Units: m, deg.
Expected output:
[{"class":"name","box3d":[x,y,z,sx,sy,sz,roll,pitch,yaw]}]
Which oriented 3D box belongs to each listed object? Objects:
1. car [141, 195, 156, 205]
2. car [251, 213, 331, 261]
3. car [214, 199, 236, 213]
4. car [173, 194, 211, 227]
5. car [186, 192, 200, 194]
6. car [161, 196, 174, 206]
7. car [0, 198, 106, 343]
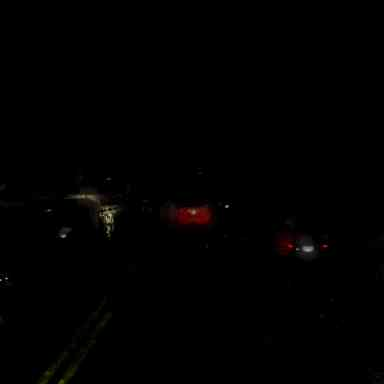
[{"class":"car","box3d":[-6.584,1.192,50.554,2.128,1.511,4.902,0,0,0]},{"class":"car","box3d":[3.349,1.457,11.899,1.812,1.442,4.674,0,0,0]},{"class":"car","box3d":[3.346,1.365,34.000,1.994,1.385,4.181,0,0,0]},{"class":"car","box3d":[0.094,1.227,21.579,2.097,1.767,4.553,0,0,0]},{"class":"car","box3d":[0.095,0.988,40.089,2.150,2.045,5.566,0,1,0]},{"class":"car","box3d":[-3.339,1.241,47.911,1.812,1.442,4.674,0,0,0]},{"class":"car","box3d":[-3.353,1.182,6.722,2.150,2.045,5.566,0,0,0]}]
